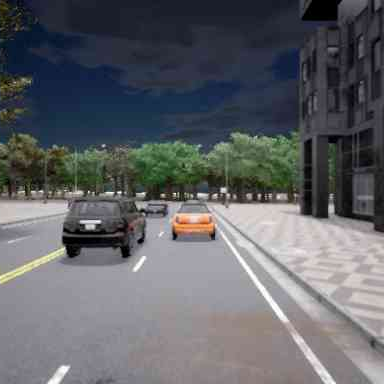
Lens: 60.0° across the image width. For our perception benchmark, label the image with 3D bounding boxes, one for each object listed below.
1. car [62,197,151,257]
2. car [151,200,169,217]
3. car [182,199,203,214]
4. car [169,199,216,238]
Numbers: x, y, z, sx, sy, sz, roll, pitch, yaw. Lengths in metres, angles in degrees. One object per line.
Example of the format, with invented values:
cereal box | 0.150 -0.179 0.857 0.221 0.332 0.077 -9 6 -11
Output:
car | -3.158 1.207 13.006 2.150 2.045 5.566 0 -1 0
car | -3.168 1.446 30.872 2.128 1.511 4.902 0 0 0
car | 0.079 1.489 35.259 2.033 1.411 5.357 0 0 0
car | 0.089 1.338 17.552 2.097 1.767 4.553 0 0 0
